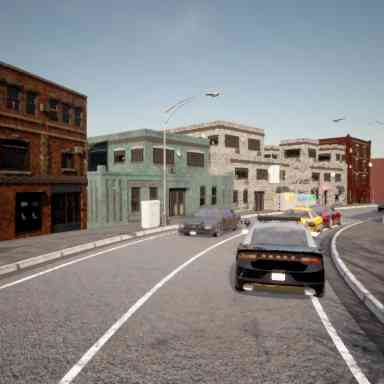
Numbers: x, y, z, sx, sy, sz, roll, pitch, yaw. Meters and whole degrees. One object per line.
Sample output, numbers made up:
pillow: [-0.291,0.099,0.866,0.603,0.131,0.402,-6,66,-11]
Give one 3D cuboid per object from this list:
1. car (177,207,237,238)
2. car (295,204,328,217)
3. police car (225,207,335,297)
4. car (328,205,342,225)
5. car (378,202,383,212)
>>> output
car: [1.183,1.523,17.886,2.033,1.411,5.357,0,0,25]
car: [5.783,1.471,17.631,1.801,1.575,5.366,1,0,28]
police car: [2.316,1.428,8.885,1.930,1.638,5.238,0,0,15]
car: [8.673,1.557,22.225,1.812,1.442,4.674,1,0,36]
car: [24.019,1.683,40.135,4.181,1.385,1.994,0,1,-44]
